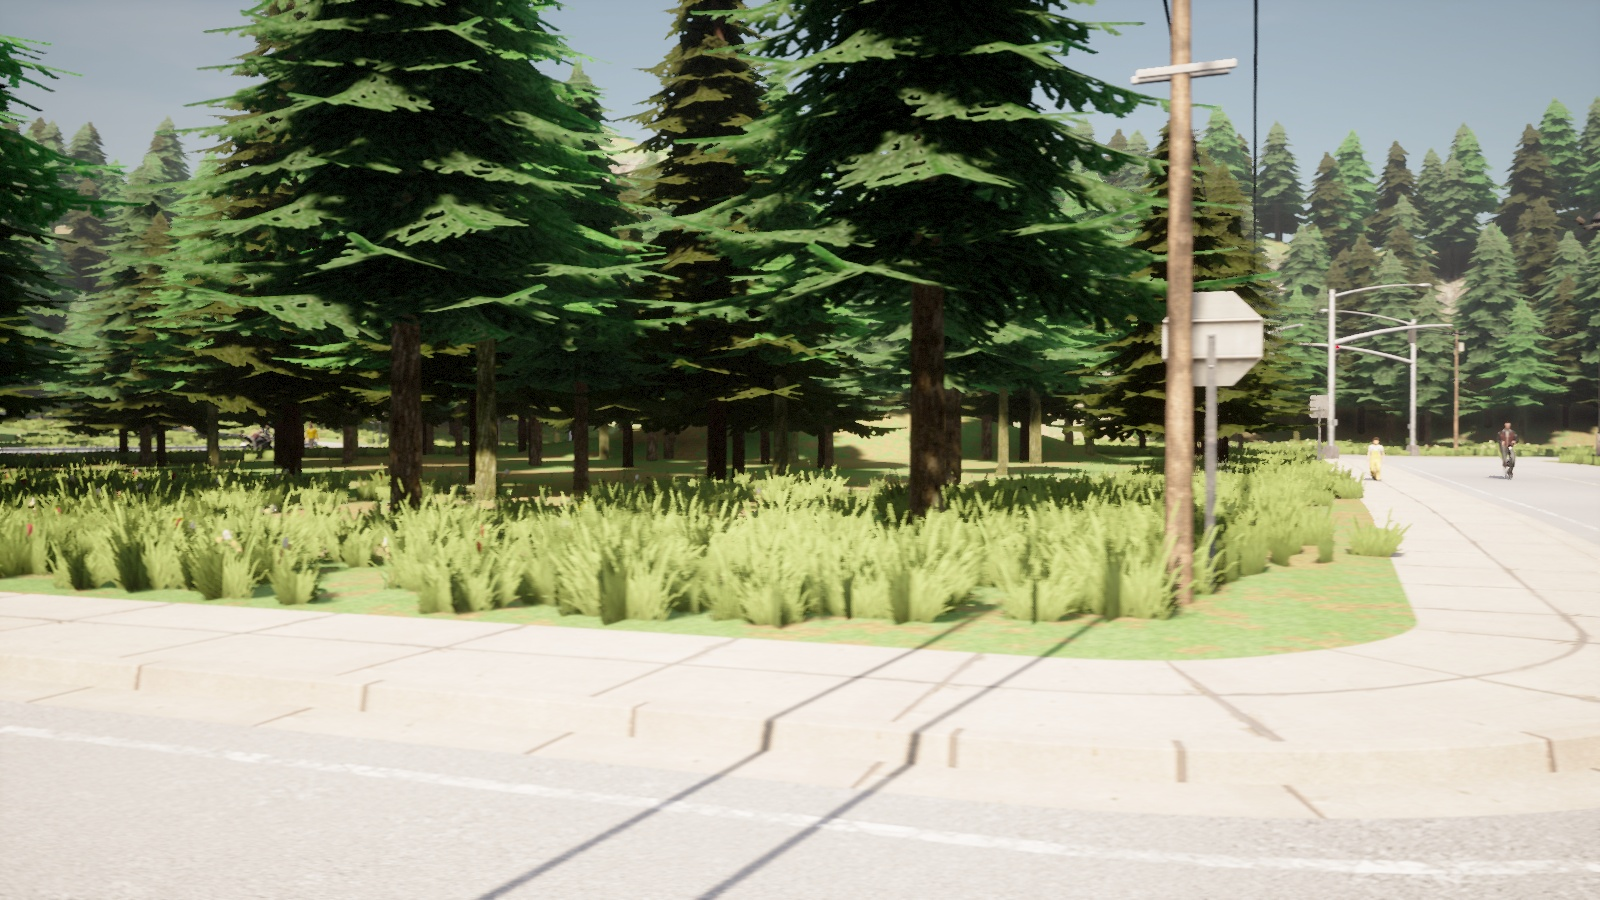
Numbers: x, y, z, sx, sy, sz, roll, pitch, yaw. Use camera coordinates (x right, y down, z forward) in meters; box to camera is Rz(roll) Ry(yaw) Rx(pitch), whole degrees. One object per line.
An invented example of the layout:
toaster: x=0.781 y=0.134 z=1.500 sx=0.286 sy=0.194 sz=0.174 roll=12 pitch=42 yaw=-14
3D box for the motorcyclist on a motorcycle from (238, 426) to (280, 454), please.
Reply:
motorcyclist on a motorcycle: x=-30.492 y=-0.564 z=70.775 sx=0.866 sy=1.530 sz=2.191 roll=1 pitch=1 yaw=22

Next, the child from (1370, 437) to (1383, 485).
child: x=15.425 y=0.298 z=33.606 sx=0.270 sy=1.263 sz=0.437 roll=1 pitch=1 yaw=30

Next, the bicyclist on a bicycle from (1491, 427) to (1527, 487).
bicyclist on a bicycle: x=21.502 y=0.195 z=38.115 sx=0.659 sy=1.776 sz=1.843 roll=1 pitch=1 yaw=21

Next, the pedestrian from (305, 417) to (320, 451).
pedestrian: x=-26.617 y=-0.872 z=68.578 sx=0.431 sy=1.840 sz=0.709 roll=1 pitch=1 yaw=12
